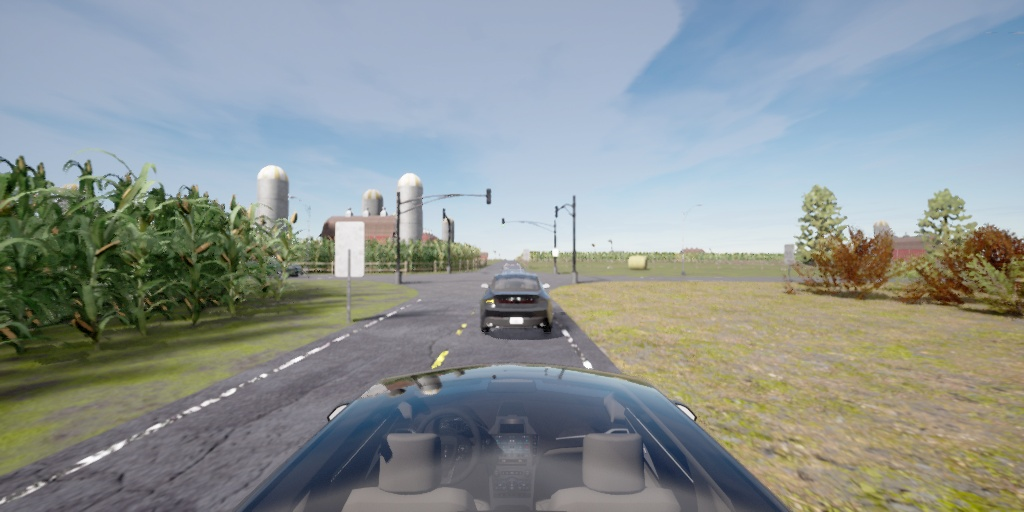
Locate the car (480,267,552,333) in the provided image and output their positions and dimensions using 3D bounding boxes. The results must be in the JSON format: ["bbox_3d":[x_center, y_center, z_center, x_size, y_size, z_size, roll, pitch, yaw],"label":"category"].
[{"bbox_3d":[0.104,1.242,10.707,1.837,1.490,4.892,0,0,0],"label":"car"}]

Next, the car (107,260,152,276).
[{"bbox_3d":[-30.130,0.911,28.776,5.008,1.535,1.882,0,-1,-3],"label":"car"}]

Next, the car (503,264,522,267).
[{"bbox_3d":[0.027,1.273,28.402,1.895,1.301,4.718,0,0,0],"label":"car"}]

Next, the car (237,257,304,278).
[{"bbox_3d":[-19.686,0.868,29.344,4.553,1.767,2.097,0,-1,-3],"label":"car"}]
